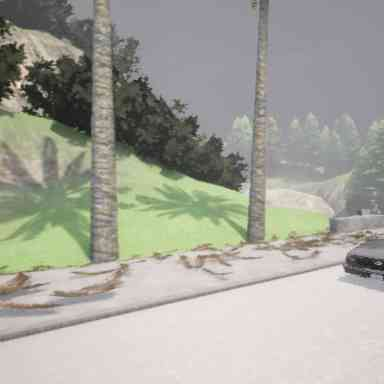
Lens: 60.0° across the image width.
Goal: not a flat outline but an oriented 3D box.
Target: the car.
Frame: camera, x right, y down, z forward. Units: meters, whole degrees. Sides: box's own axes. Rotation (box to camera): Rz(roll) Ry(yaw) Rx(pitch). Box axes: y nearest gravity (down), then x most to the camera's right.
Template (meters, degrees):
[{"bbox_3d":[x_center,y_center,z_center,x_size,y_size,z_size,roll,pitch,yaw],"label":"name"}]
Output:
[{"bbox_3d":[6.401,1.562,9.168,5.357,1.411,2.033,0,0,-35],"label":"car"}]
